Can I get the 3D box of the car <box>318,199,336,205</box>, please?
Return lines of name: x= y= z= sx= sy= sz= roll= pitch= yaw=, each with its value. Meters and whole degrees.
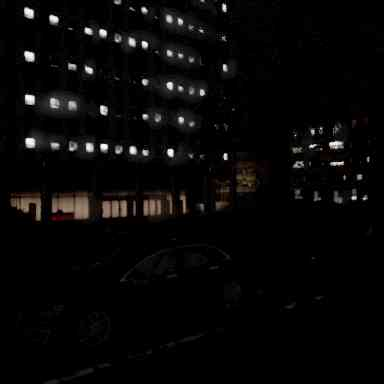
car: x=26.756 y=1.980 z=67.038 sx=1.802 sy=1.307 sz=4.206 roll=-2 pitch=0 yaw=-36

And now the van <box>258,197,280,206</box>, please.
van: x=15.326 y=1.932 z=68.295 sx=1.690 sy=1.788 sz=3.998 roll=-2 pitch=0 yaw=-36

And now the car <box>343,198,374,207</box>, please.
car: x=26.384 y=1.866 z=52.977 sx=2.008 sy=1.369 sz=4.403 roll=-2 pitch=0 yaw=-36

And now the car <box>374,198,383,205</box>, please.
car: x=29.667 y=1.785 z=48.478 sx=2.008 sy=1.369 sz=4.403 roll=-2 pitch=0 yaw=-36

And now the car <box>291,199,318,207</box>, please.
car: x=20.273 y=2.012 z=61.428 sx=1.887 sy=1.381 sz=4.507 roll=-2 pitch=0 yaw=-36

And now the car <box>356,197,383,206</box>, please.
car: x=32.041 y=1.707 z=59.875 sx=1.967 sy=1.590 sz=4.097 roll=-2 pitch=0 yaw=-36

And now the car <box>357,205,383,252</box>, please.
car: x=8.241 y=1.408 z=12.505 sx=4.097 sy=1.590 sz=1.967 roll=0 pitch=0 yaw=-36

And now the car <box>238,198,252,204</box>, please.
car: x=13.562 y=2.308 z=84.986 sx=1.802 sy=1.307 sz=4.206 roll=-2 pitch=0 yaw=-36

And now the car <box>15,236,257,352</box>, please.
car: x=-0.735 y=1.544 z=6.052 sx=4.403 sy=1.369 sz=2.008 roll=0 pitch=0 yaw=-36
